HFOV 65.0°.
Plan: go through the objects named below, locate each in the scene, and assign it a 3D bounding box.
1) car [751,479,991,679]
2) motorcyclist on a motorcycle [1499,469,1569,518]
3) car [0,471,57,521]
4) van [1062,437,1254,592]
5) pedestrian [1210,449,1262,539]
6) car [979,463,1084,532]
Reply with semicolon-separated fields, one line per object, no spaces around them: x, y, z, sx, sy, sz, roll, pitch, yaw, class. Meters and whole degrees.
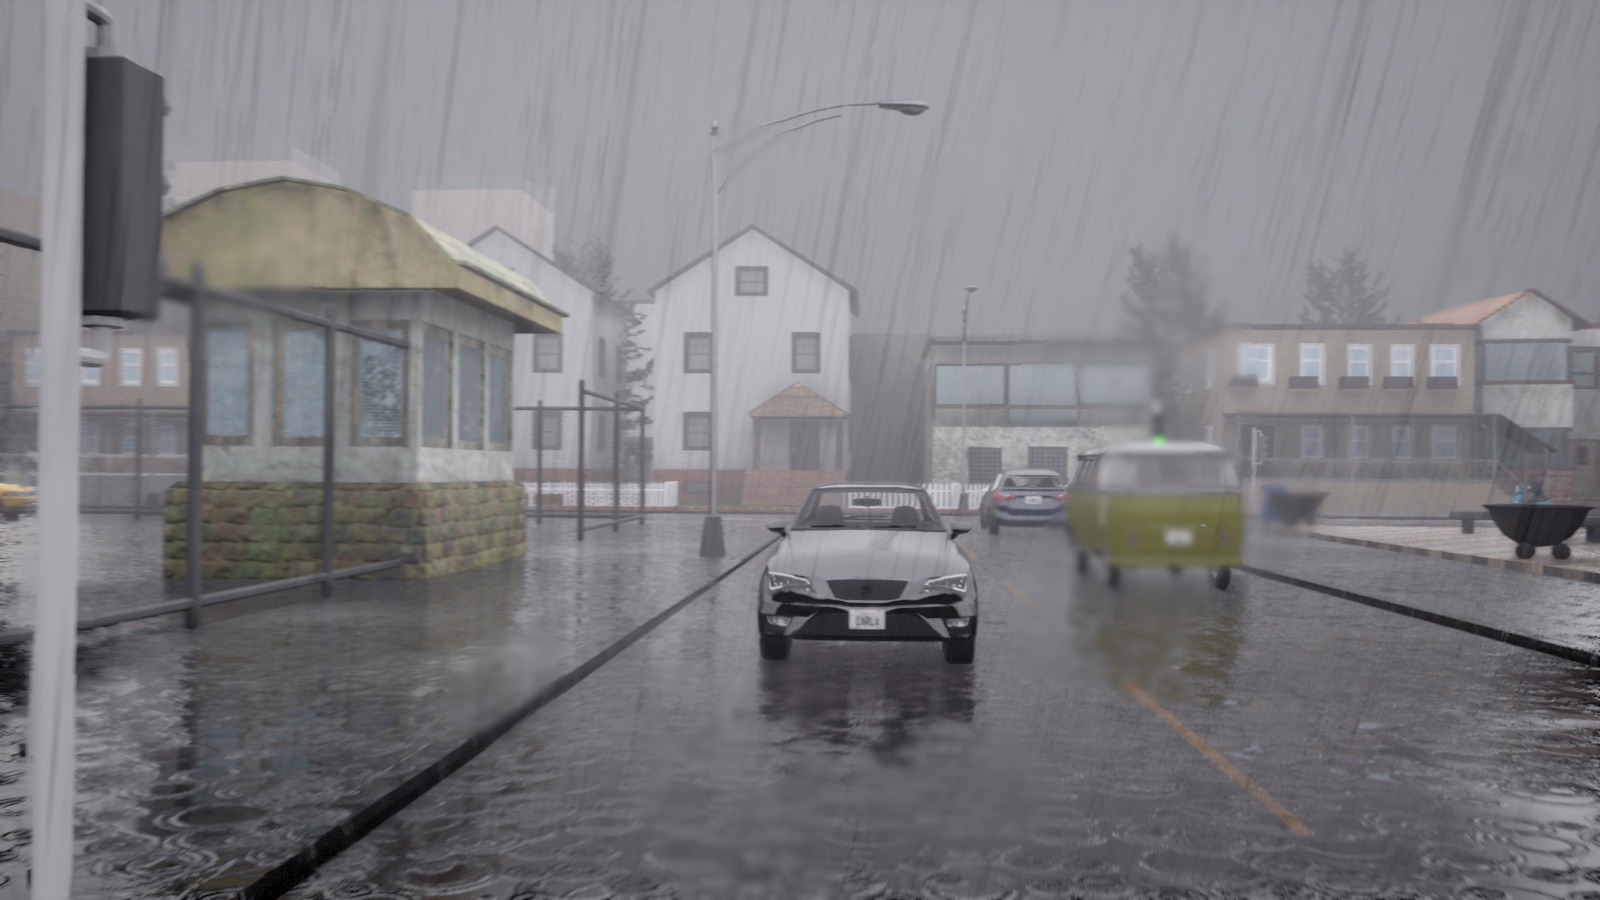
0.657;1.022;11.617;1.816;1.474;4.193;0;-1;3;car
24.338;1.428;41.664;1.817;1.590;0.866;0;-1;3;motorcyclist on a motorcycle
-27.264;1.481;40.764;5.366;1.575;1.801;0;-1;5;car
5.075;0.868;18.393;1.775;1.987;4.442;0;-1;3;van
9.686;0.973;27.907;0.659;1.952;0.873;1;-1;-33;pedestrian
6.003;1.205;33.102;2.242;1.667;4.611;0;-1;5;car
